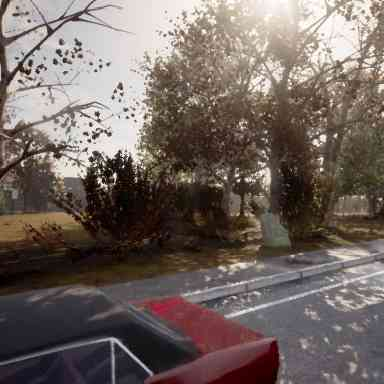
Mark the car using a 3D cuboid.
[{"bbox_3d":[-1.558,1.601,2.573,4.718,1.301,1.895,0,0,-36],"label":"car"}]
